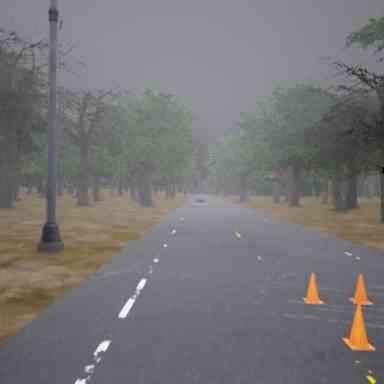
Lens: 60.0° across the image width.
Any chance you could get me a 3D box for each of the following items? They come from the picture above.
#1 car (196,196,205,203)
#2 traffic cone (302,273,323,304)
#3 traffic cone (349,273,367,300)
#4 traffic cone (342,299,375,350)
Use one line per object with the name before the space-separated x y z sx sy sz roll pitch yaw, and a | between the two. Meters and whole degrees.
car | 1.692 1.612 68.892 2.033 1.411 5.357 1 0 1
traffic cone | 2.527 1.989 6.973 0.340 0.580 0.340 1 0 1
traffic cone | 3.525 2.001 6.954 0.340 0.580 0.340 1 0 1
traffic cone | 2.489 1.987 4.973 0.340 0.580 0.340 1 0 1
